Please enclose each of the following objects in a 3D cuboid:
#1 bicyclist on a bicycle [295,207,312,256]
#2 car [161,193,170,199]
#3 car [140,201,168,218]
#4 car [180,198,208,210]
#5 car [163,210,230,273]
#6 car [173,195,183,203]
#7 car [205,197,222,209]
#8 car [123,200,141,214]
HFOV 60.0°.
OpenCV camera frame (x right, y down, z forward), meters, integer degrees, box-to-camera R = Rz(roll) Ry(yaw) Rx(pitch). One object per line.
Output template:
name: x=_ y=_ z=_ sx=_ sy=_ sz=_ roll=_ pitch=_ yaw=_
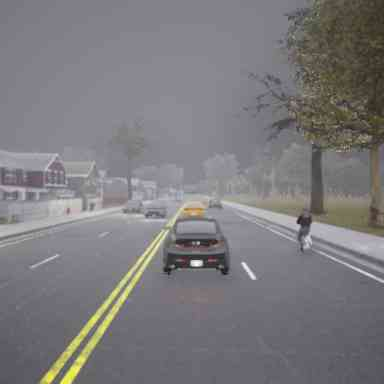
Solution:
bicyclist on a bicycle: x=4.171 y=1.427 z=12.530 sx=0.659 sy=1.776 sz=1.843 roll=0 pitch=0 yaw=0
car: x=-6.343 y=1.156 z=80.029 sx=2.150 sy=2.045 sz=5.566 roll=0 pitch=0 yaw=0
car: x=-3.288 y=1.679 z=31.597 sx=2.033 sy=1.411 sz=5.357 roll=0 pitch=0 yaw=0
car: x=0.158 y=1.603 z=29.365 sx=1.882 sy=1.535 sz=5.008 roll=0 pitch=0 yaw=0
car: x=0.121 y=1.551 z=10.784 sx=1.837 sy=1.490 sz=4.892 roll=0 pitch=0 yaw=0
car: x=-3.108 y=1.506 z=72.759 sx=2.097 sy=1.767 sz=4.553 roll=0 pitch=0 yaw=0
car: x=3.445 y=1.759 z=50.049 sx=2.033 sy=1.411 sz=5.357 roll=0 pitch=0 yaw=0
car: x=-6.519 y=1.660 z=37.562 sx=1.837 sy=1.490 sz=4.892 roll=0 pitch=-1 yaw=0
